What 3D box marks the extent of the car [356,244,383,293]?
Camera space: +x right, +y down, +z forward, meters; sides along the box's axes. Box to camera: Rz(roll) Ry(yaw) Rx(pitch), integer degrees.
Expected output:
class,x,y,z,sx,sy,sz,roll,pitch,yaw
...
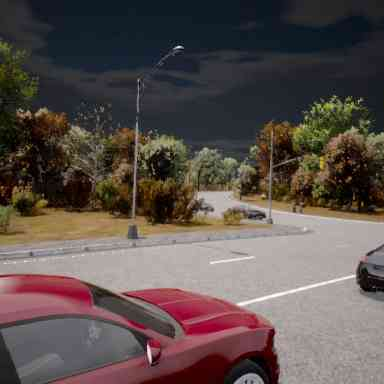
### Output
class,x,y,z,sx,sy,sz,roll,pitch,yaw
car,5.777,1.665,7.922,4.181,1.385,1.994,1,-1,-35

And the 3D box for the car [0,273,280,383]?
class,x,y,z,sx,sy,sz,roll,pitch,yaw
car,-1.371,1.479,2.768,5.008,1.535,1.882,0,0,-36

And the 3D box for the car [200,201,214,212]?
class,x,y,z,sx,sy,sz,roll,pitch,yaw
car,1.700,2.022,47.419,1.994,1.385,4.181,3,1,-17

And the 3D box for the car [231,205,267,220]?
class,x,y,z,sx,sy,sz,roll,pitch,yaw
car,5.798,2.179,36.053,2.033,1.411,5.357,3,-1,-26
